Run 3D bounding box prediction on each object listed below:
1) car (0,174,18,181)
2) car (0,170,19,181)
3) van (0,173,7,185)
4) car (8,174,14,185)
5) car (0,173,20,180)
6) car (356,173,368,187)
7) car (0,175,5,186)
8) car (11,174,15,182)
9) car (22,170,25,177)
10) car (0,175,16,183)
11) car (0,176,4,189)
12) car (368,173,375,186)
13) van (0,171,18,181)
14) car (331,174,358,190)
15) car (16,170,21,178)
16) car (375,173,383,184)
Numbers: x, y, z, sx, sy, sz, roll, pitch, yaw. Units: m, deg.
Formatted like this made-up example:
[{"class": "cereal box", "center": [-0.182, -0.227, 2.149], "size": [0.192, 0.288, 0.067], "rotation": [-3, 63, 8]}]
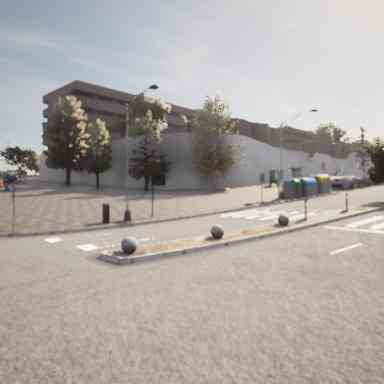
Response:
[{"class": "car", "center": [-41.364, -3.159, 72.913], "size": [5.366, 1.575, 1.946], "rotation": [-2, 6, -44]}, {"class": "car", "center": [-37.588, -2.654, 64.822], "size": [5.566, 2.045, 2.435], "rotation": [-1, 5, -43]}, {"class": "van", "center": [-32.850, -1.619, 53.842], "size": [4.442, 1.987, 1.878], "rotation": [-1, 5, -43]}, {"class": "car", "center": [-35.253, -1.895, 59.302], "size": [4.892, 1.521, 2.231], "rotation": [-1, 6, -43]}, {"class": "car", "center": [-43.790, -3.655, 78.370], "size": [5.366, 1.575, 1.946], "rotation": [-1, 6, -44]}, {"class": "car", "center": [19.800, -1.216, 43.331], "size": [4.892, 1.521, 2.231], "rotation": [-2, 3, 28]}, {"class": "car", "center": [-31.811, -1.264, 50.985], "size": [4.553, 1.767, 2.185], "rotation": [-1, 5, -43]}, {"class": "car", "center": [-36.417, -2.120, 62.080], "size": [4.792, 1.488, 2.163], "rotation": [-1, 5, -43]}, {"class": "car", "center": [-44.837, -4.147, 81.230], "size": [5.566, 2.045, 2.435], "rotation": [-1, 5, -44]}, {"class": "car", "center": [-38.816, -2.655, 67.574], "size": [4.892, 1.521, 2.231], "rotation": [-2, 6, -44]}, {"class": "car", "center": [-29.507, -0.885, 45.449], "size": [5.566, 2.045, 2.435], "rotation": [-1, 6, -42]}, {"class": "car", "center": [21.956, -1.397, 45.350], "size": [4.674, 1.452, 2.002], "rotation": [-2, 2, 27]}, {"class": "van", "center": [-42.353, -3.637, 75.837], "size": [4.442, 1.987, 1.878], "rotation": [-2, 5, -44]}, {"class": "car", "center": [17.592, -0.963, 41.366], "size": [4.792, 1.488, 2.163], "rotation": [-3, 3, 28]}, {"class": "car", "center": [-39.990, -3.159, 70.318], "size": [5.566, 2.045, 2.435], "rotation": [-2, 6, -44]}, {"class": "car", "center": [24.094, -1.656, 47.365], "size": [5.008, 1.535, 2.097], "rotation": [-2, 3, 27]}]
